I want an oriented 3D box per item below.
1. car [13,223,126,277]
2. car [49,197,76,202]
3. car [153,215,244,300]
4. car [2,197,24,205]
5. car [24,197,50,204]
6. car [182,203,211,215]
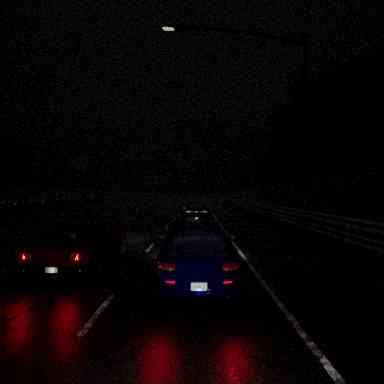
[{"bbox_3d":[-3.359,1.597,10.249,1.895,1.301,4.718,0,0,1],"label":"car"},{"bbox_3d":[-16.715,1.672,44.905,2.033,1.411,5.357,0,0,2],"label":"car"},{"bbox_3d":[0.132,1.523,8.227,1.812,1.442,4.674,0,0,0],"label":"car"},{"bbox_3d":[-23.709,1.471,45.190,2.097,1.767,4.553,0,0,2],"label":"car"},{"bbox_3d":[-20.211,1.428,45.063,2.097,1.767,4.553,0,0,2],"label":"car"},{"bbox_3d":[0.333,1.502,24.031,2.128,1.511,4.902,0,0,1],"label":"car"}]
